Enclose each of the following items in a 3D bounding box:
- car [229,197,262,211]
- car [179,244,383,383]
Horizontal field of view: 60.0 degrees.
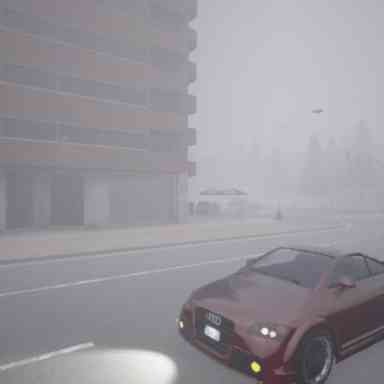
[{"bbox_3d":[6.880,1.489,42.914,2.097,1.767,4.553,0,0,-38],"label":"car"},{"bbox_3d":[1.870,1.591,5.339,4.181,1.385,1.994,0,0,-36],"label":"car"}]
